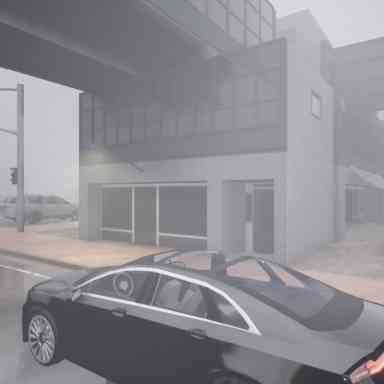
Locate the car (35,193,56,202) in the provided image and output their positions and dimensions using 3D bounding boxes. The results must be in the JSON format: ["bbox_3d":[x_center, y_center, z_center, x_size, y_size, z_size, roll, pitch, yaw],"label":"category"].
[{"bbox_3d":[-30.588,1.153,69.404,4.605,1.855,1.932,0,0,35],"label":"car"}]

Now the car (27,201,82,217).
[{"bbox_3d":[-13.405,1.601,32.655,1.895,1.301,4.718,0,0,36],"label":"car"}]

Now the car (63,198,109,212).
[{"bbox_3d":[-12.565,1.478,39.660,1.882,1.535,5.008,0,0,37],"label":"car"}]

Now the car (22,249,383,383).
[{"bbox_3d":[-0.217,1.492,4.148,4.902,1.511,2.128,0,0,35],"label":"car"}]

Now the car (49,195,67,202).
[{"bbox_3d":[-28.861,1.364,71.730,3.905,1.438,1.784,0,0,35],"label":"car"}]

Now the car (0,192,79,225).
[{"bbox_3d":[-10.544,1.221,24.333,2.150,2.045,5.566,0,0,36],"label":"car"}]
